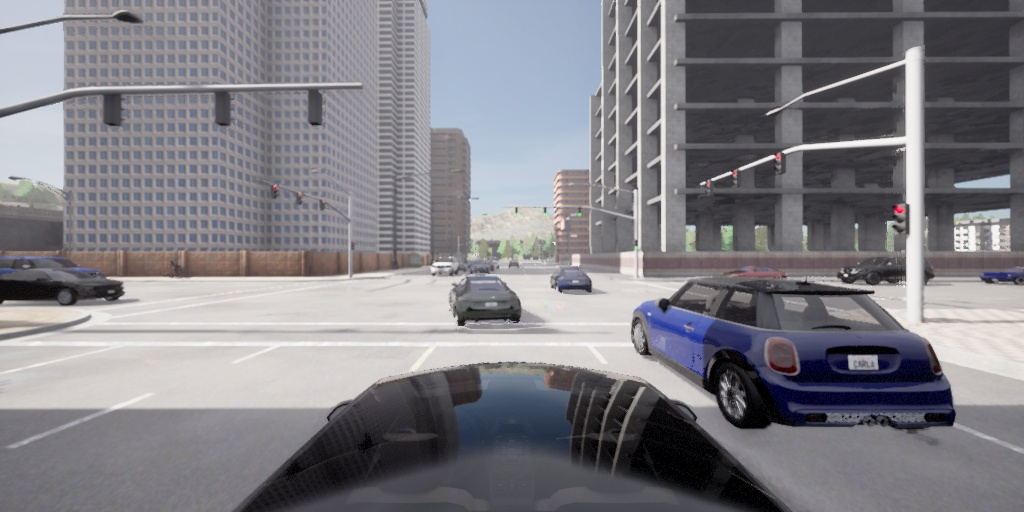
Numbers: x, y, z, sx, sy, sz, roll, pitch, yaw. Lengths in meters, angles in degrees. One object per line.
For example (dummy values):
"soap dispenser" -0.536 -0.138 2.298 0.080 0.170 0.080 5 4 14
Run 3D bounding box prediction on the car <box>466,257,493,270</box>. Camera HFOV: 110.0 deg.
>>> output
"car" -3.724 1.240 42.278 2.097 1.767 4.553 0 0 1

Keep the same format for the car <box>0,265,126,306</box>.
"car" -19.870 1.276 15.576 5.008 1.535 1.882 0 0 1

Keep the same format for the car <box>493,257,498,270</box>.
"car" -3.582 1.270 51.023 2.097 1.767 4.553 0 0 1

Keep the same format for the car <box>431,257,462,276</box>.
"car" -7.265 1.100 39.319 2.150 2.045 5.566 0 0 1

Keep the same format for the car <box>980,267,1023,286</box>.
"car" 37.105 1.431 25.897 4.718 1.301 1.895 0 0 0

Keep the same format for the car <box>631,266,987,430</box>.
"car" 3.585 1.116 5.795 2.097 1.767 4.553 0 0 0

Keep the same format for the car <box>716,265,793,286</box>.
"car" 17.510 1.395 26.032 4.181 1.385 1.994 0 0 0

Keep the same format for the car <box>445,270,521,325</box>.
"car" -1.056 1.350 12.129 1.994 1.385 4.181 0 0 -13

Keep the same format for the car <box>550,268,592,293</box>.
"car" 3.464 1.381 21.545 1.994 1.385 4.181 0 0 -1

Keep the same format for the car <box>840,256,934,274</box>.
"car" 26.976 1.052 25.972 5.566 2.045 2.150 0 0 1

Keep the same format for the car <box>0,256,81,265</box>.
"car" -25.180 1.032 19.114 5.566 2.045 2.150 0 0 0

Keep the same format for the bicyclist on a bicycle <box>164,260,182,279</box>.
"bicyclist on a bicycle" -29.387 1.152 31.123 0.582 1.620 1.656 0 0 0

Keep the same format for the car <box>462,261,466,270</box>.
"car" -7.127 1.474 48.737 1.994 1.385 4.181 0 0 1
